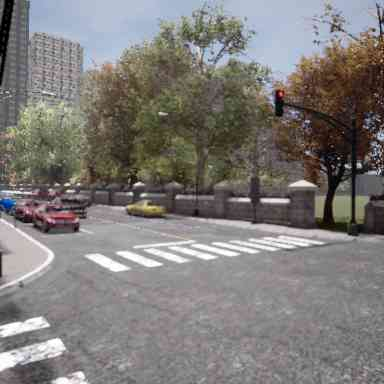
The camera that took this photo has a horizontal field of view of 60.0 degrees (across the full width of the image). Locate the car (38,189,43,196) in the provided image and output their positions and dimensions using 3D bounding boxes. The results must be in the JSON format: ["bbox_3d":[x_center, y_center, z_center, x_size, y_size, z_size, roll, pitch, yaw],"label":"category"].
[{"bbox_3d":[-26.541,0.381,58.410,2.192,1.841,5.009,2,0,-36],"label":"car"}]

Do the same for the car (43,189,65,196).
[{"bbox_3d":[-20.027,0.574,49.455,2.192,1.841,5.009,2,0,-36],"label":"car"}]

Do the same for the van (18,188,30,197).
[{"bbox_3d":[-36.312,0.118,71.843,1.690,1.788,3.998,2,0,-36],"label":"van"}]

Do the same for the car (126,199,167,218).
[{"bbox_3d":[-3.850,1.270,27.201,1.752,1.417,4.829,2,0,-36],"label":"car"}]

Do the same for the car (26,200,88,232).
[{"bbox_3d":[-7.273,1.304,17.660,1.802,1.307,4.206,2,0,-36],"label":"car"}]

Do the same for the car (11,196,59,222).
[{"bbox_3d":[-10.530,1.205,22.137,1.802,1.307,4.206,2,0,-36],"label":"car"}]

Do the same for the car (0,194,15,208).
[{"bbox_3d":[-20.302,0.911,35.573,1.802,1.307,4.206,2,0,-36],"label":"car"}]

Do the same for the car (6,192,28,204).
[{"bbox_3d":[-23.084,0.785,43.903,1.994,1.385,4.181,1,0,-36],"label":"car"}]

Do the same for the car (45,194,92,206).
[{"bbox_3d":[-9.276,1.141,24.799,1.837,1.490,4.892,1,1,-36],"label":"car"}]

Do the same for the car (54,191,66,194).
[{"bbox_3d":[-16.779,0.922,44.975,1.947,1.339,4.313,2,0,-36],"label":"car"}]

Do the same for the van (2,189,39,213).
[{"bbox_3d":[-13.778,0.866,26.617,1.690,1.788,3.998,2,0,-36],"label":"van"}]

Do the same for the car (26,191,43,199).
[{"bbox_3d":[-29.806,0.520,62.886,2.008,1.369,4.403,2,0,-36],"label":"car"}]

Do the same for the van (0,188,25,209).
[{"bbox_3d":[-17.036,0.768,31.096,1.690,1.788,3.998,2,0,-36],"label":"van"}]
